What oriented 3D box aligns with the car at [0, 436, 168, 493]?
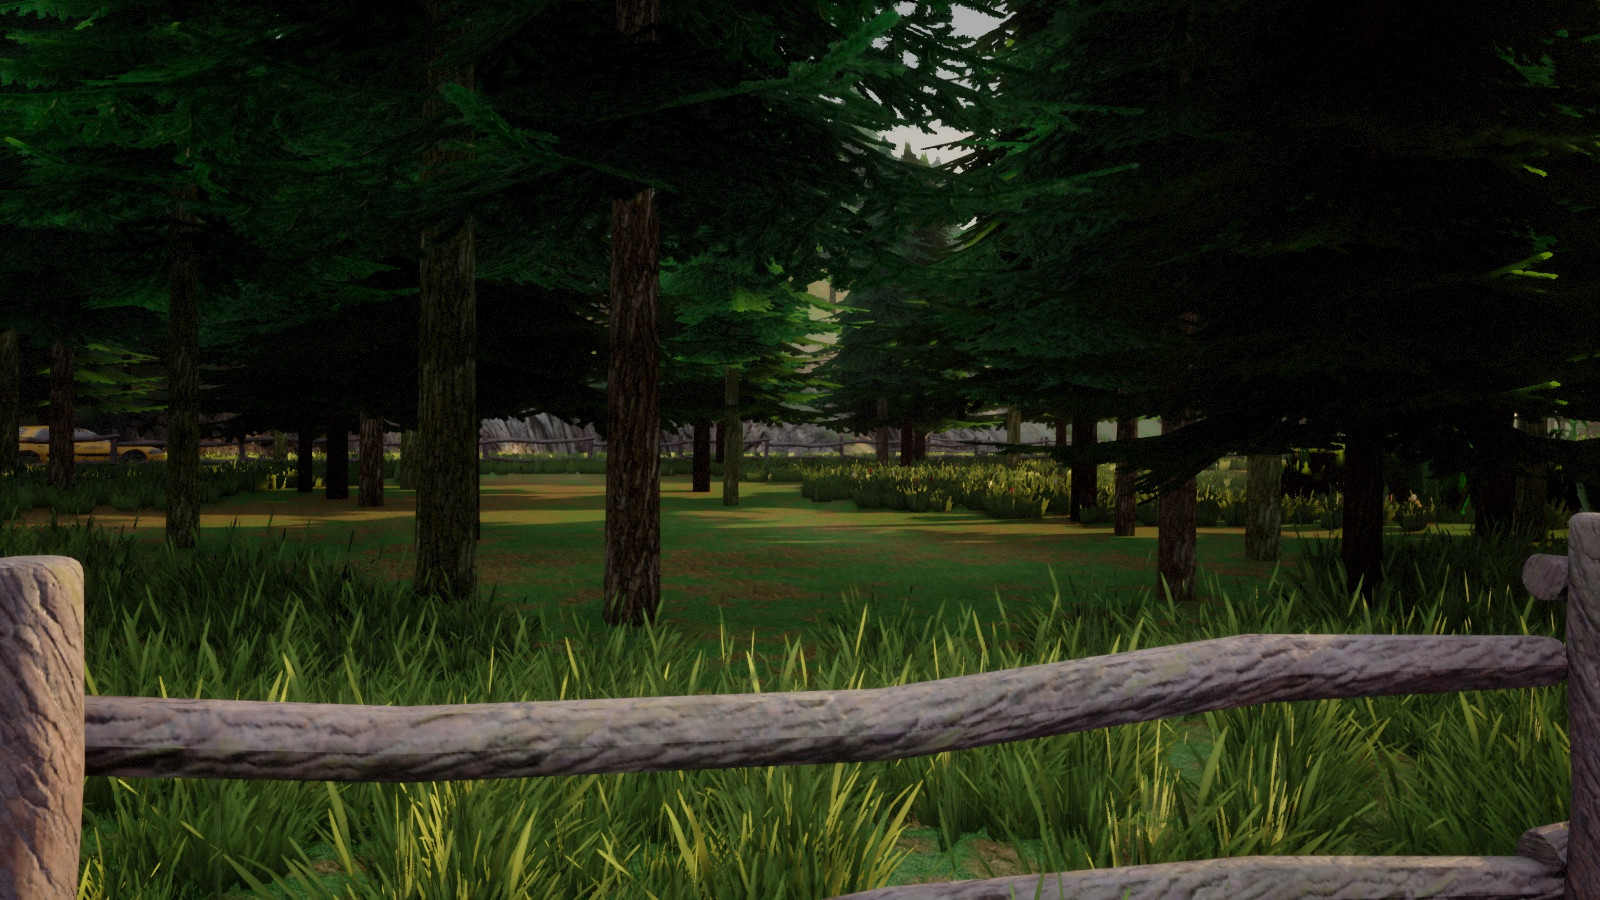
[{"bbox_3d":[-22.102,0.390,37.627,1.801,1.575,5.366,0,1,41],"label":"car"}]
